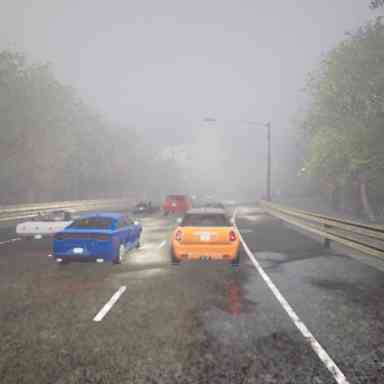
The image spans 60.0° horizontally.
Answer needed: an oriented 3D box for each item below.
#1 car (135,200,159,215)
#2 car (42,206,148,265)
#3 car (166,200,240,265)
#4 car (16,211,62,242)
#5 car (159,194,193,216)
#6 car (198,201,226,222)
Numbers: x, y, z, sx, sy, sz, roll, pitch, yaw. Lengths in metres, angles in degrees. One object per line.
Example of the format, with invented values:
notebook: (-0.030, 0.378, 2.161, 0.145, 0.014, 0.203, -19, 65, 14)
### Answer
car: (-4.490, 1.523, 33.354, 1.994, 1.385, 4.181, 0, 0, 8)
car: (-3.027, 1.465, 11.674, 1.882, 1.535, 5.008, 0, 0, 3)
car: (0.493, 1.350, 11.830, 2.097, 1.767, 4.553, 0, 0, 3)
car: (-6.273, 1.575, 16.112, 1.895, 1.301, 4.718, 0, 0, 4)
car: (-1.207, 1.199, 31.659, 2.150, 2.045, 5.566, 0, 0, 7)
car: (1.796, 1.542, 27.546, 2.033, 1.411, 5.357, 0, 0, 7)
